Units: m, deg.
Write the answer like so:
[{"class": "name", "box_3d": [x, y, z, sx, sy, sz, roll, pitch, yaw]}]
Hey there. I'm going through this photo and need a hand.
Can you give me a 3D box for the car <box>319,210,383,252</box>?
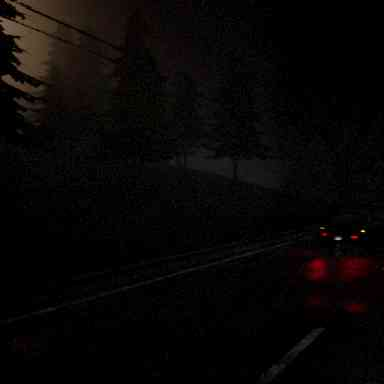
[{"class": "car", "box_3d": [6.732, 1.472, 13.681, 1.812, 1.442, 4.674, 1, 1, 40]}]
